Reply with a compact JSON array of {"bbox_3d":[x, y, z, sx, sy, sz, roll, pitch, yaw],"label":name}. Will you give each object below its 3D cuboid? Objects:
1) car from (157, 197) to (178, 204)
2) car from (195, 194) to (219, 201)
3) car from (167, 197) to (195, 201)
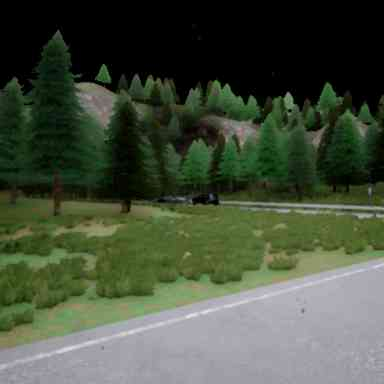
[{"bbox_3d":[-4.857,1.670,64.908,1.895,1.301,4.718,0,0,-36],"label":"car"},{"bbox_3d":[2.196,1.286,55.100,2.150,2.045,5.566,0,-1,-35],"label":"car"},{"bbox_3d":[-2.125,1.583,55.009,1.837,1.490,4.892,0,0,-35],"label":"car"}]
